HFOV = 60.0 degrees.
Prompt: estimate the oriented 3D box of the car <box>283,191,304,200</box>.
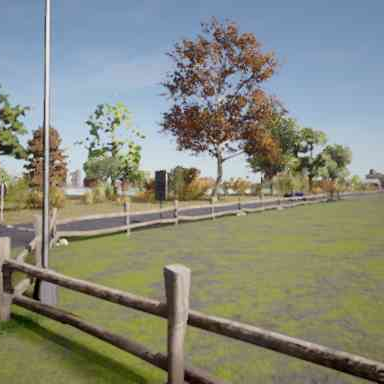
[{"bbox_3d":[15.158,0.513,49.243,1.895,1.301,4.718,1,2,37],"label":"car"}]
